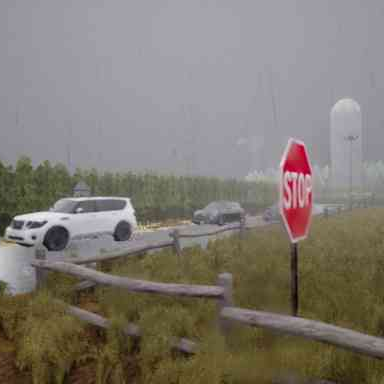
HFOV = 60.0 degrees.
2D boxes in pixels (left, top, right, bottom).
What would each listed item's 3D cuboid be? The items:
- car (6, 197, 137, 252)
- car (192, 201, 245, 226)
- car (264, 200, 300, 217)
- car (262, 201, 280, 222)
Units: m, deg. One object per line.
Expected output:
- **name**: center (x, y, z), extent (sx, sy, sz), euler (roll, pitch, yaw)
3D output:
- **car**: center (-4.822, 1.219, 14.310), extent (2.150, 2.045, 5.566), euler (-1, -1, 35)
- **car**: center (1.979, 1.450, 23.804), extent (2.097, 1.767, 4.553), euler (-1, -1, 36)
- **car**: center (9.279, 1.650, 33.938), extent (1.882, 1.535, 5.008), euler (-1, -1, 36)
- **car**: center (7.202, 1.648, 25.435), extent (2.033, 1.411, 5.357), euler (-1, -1, 36)
